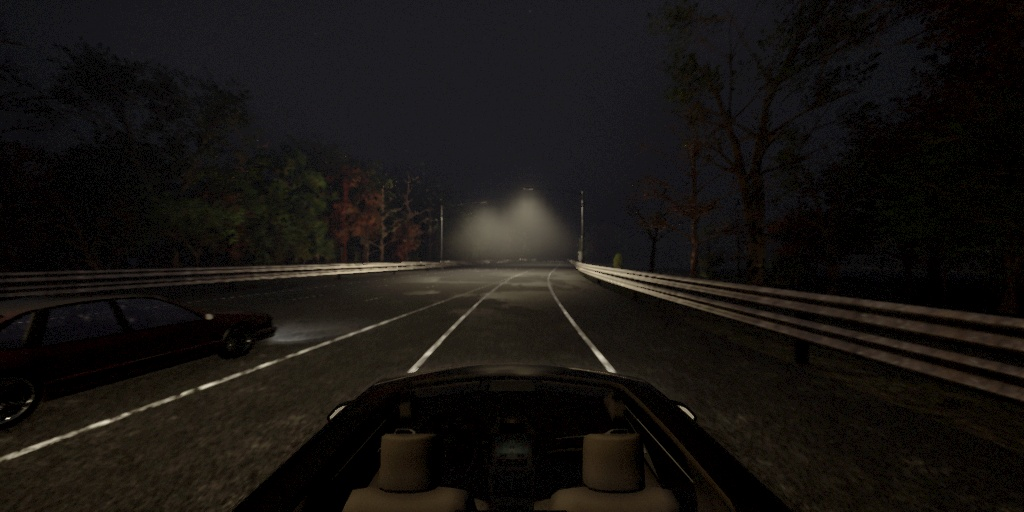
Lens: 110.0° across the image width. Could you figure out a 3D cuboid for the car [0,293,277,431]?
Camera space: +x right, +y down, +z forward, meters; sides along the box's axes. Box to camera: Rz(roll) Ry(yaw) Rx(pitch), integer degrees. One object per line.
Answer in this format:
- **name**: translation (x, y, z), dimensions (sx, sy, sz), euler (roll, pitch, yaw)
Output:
- **car**: translation (-6.402, 1.273, 5.457), dimensions (2.033, 1.411, 5.357), euler (0, 0, 8)
